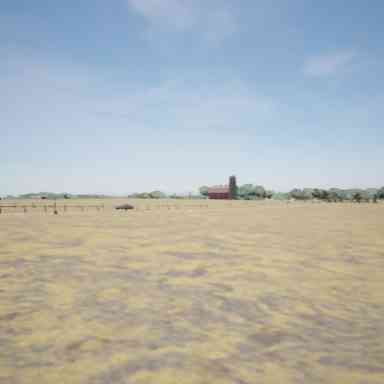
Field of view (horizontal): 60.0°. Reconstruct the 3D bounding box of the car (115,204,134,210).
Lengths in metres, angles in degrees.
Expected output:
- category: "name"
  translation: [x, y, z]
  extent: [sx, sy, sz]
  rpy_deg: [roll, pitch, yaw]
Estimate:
- category: "car"
  translation: [-14.197, 3.141, 70.109]
  extent: [1.994, 1.385, 4.181]
  rpy_deg: [-1, -3, 35]
